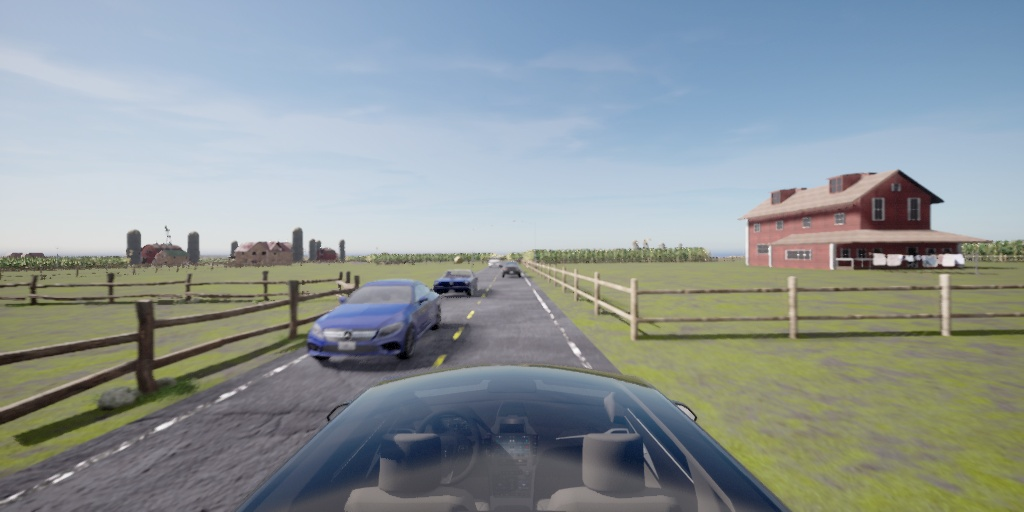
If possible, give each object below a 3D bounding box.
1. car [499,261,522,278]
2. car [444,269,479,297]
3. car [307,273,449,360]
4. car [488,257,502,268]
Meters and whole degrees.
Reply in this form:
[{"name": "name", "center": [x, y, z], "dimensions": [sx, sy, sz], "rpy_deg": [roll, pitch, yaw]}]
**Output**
[{"name": "car", "center": [-0.055, 1.346, 35.667], "dimensions": [1.812, 1.442, 4.674], "rpy_deg": [0, 0, 0]}, {"name": "car", "center": [-2.921, 1.396, 19.515], "dimensions": [1.895, 1.301, 4.718], "rpy_deg": [0, 0, 0]}, {"name": "car", "center": [-2.873, 1.299, 8.531], "dimensions": [1.812, 1.442, 4.674], "rpy_deg": [0, 0, 0]}, {"name": "car", "center": [-3.083, 1.123, 65.387], "dimensions": [2.150, 2.045, 5.566], "rpy_deg": [0, 0, 0]}]
